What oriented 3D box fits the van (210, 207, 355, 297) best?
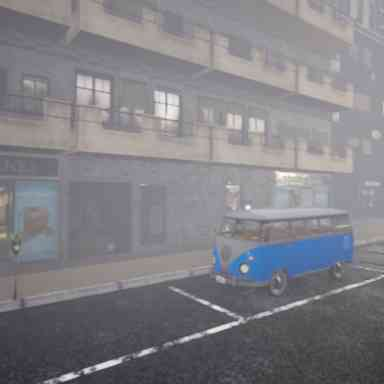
[{"bbox_3d":[2.318,1.302,8.196,3.998,1.788,1.690,0,1,-35],"label":"van"}]
